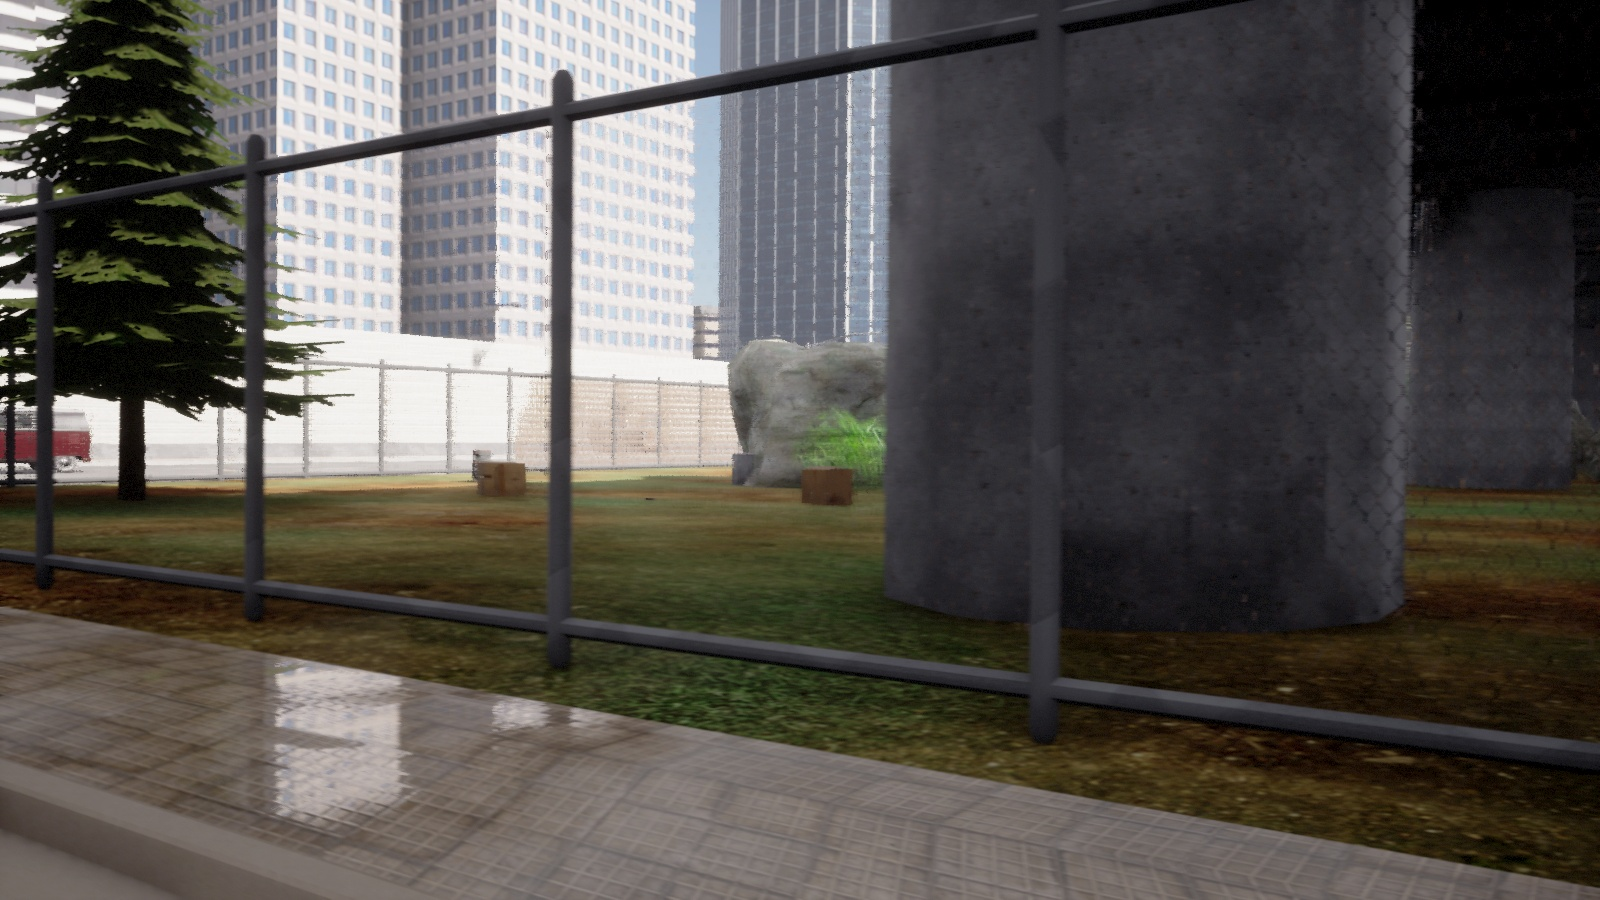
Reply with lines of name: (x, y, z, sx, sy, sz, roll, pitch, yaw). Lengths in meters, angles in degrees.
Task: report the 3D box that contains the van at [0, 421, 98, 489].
van: (-23.528, 0.135, 37.151, 1.775, 1.987, 4.442, 0, 1, 34)
